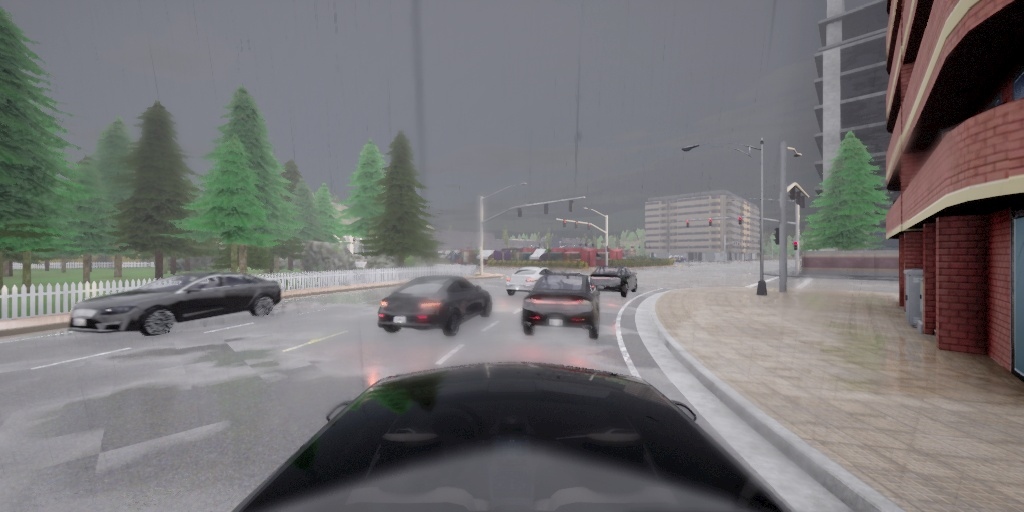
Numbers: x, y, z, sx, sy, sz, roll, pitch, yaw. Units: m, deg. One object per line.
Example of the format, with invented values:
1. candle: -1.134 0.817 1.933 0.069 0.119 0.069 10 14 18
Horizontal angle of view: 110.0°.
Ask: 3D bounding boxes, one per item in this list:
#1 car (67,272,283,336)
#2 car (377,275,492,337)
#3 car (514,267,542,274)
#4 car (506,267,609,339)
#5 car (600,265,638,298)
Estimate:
1. car: -9.306 1.241 10.563 2.128 1.511 4.902 0 0 13
2. car: -1.986 1.276 10.340 1.812 1.442 4.674 0 0 13
3. car: 1.266 1.276 18.837 1.812 1.442 4.674 0 0 26
4. car: 1.561 1.242 10.208 2.128 1.511 4.902 0 0 14
5. car: 5.344 1.241 18.824 2.128 1.511 4.902 0 0 28
